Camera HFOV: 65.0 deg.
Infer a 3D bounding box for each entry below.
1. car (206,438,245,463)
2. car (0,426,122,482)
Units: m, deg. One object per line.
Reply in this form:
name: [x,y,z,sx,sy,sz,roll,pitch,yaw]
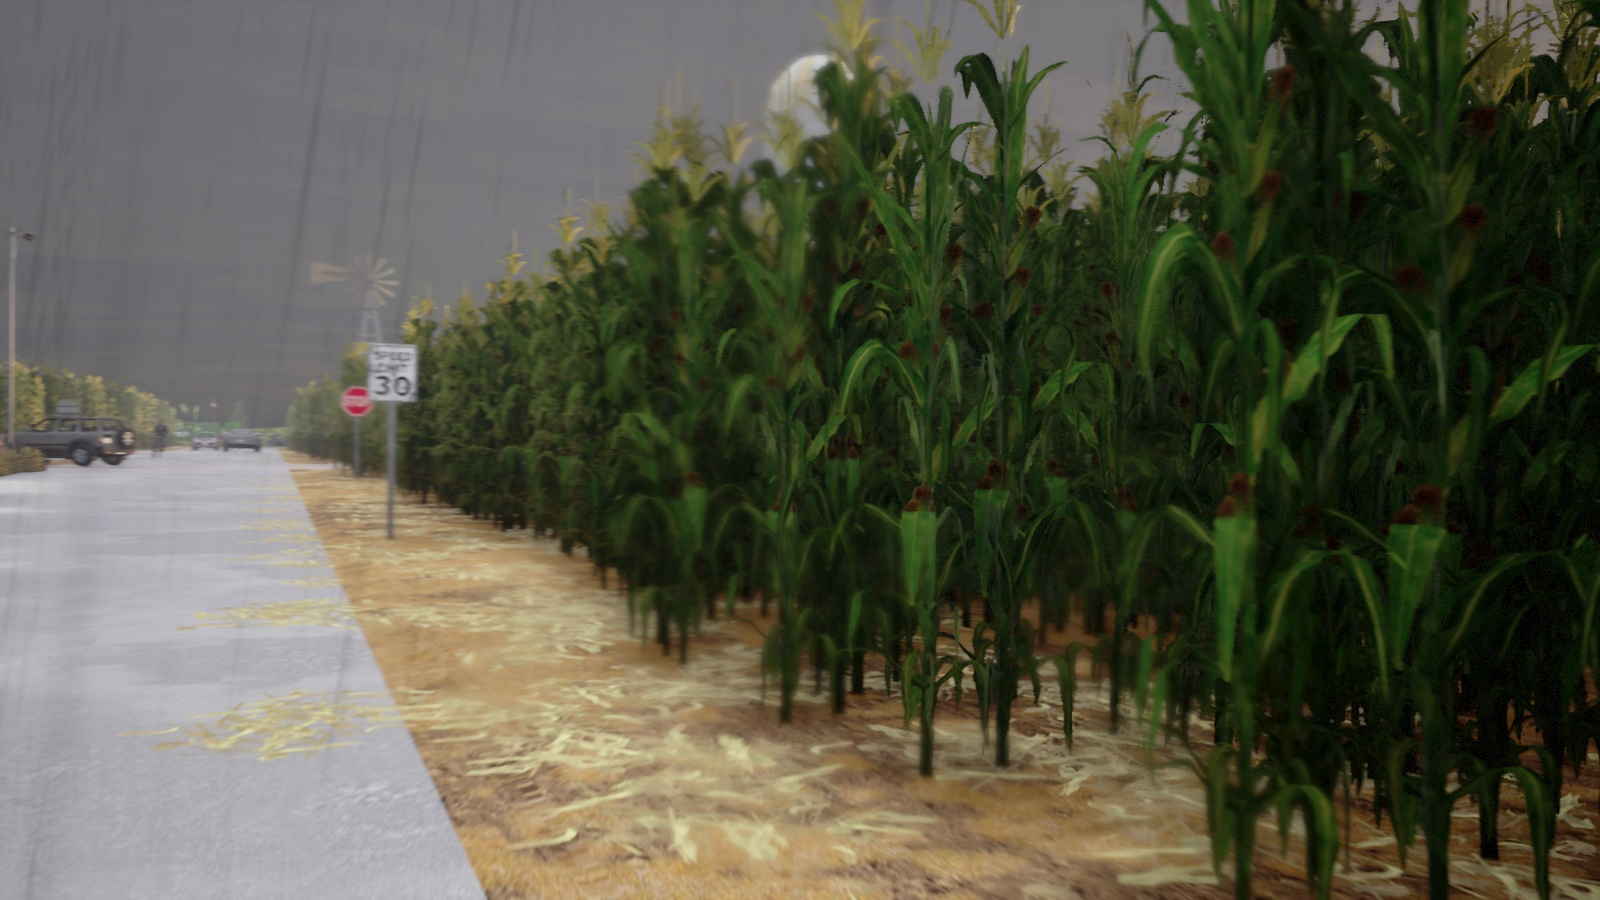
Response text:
car: [-33.355,0.009,72.978,1.994,1.385,4.181,-1,0,-24]
car: [-26.614,0.141,44.090,4.605,1.855,1.932,-1,0,5]
